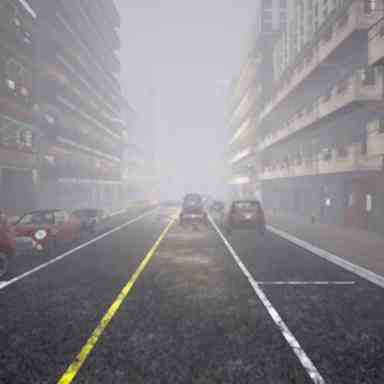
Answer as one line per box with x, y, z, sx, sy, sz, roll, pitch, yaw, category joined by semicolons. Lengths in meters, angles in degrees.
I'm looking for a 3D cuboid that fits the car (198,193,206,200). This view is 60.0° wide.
2.679;1.113;91.889;2.192;1.841;5.009;-1;0;0;car

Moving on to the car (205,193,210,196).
2.680;1.305;57.906;1.967;1.590;4.097;-1;0;0;car

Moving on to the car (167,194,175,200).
-5.698;1.323;91.753;1.752;1.417;4.829;-1;0;0;car

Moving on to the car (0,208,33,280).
-5.704;1.298;6.964;2.192;1.841;5.009;-1;0;0;car

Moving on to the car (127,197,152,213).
-5.700;1.441;35.115;1.752;1.417;4.829;-1;0;0;car

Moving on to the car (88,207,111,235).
-5.700;1.521;18.292;1.947;1.339;4.313;-1;0;0;car

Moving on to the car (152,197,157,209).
-5.700;1.429;40.779;1.752;1.417;4.829;-1;0;0;car

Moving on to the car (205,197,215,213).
2.681;1.482;35.251;1.947;1.339;4.313;-1;0;0;car

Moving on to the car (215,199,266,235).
2.676;1.270;18.259;2.192;1.841;5.009;-1;0;0;car

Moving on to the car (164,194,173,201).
-5.699;1.345;80.426;1.752;1.417;4.829;-1;0;0;car

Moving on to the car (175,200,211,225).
0.092;1.507;23.586;1.994;1.385;4.181;0;0;0;car

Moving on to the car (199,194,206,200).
2.682;1.334;86.396;1.752;1.417;4.829;-1;0;0;car

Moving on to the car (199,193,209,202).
2.678;1.145;74.898;2.192;1.841;5.009;-1;0;0;car

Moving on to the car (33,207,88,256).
-5.702;1.409;12.628;1.967;1.590;4.097;-1;0;0;car

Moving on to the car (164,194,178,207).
-3.029;1.431;49.464;2.033;1.411;5.357;0;0;0;car

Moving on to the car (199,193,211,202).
2.678;1.157;69.234;2.192;1.841;5.009;-1;0;0;car

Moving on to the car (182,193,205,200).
0.071;1.136;36.857;2.150;2.045;5.566;0;0;0;car
